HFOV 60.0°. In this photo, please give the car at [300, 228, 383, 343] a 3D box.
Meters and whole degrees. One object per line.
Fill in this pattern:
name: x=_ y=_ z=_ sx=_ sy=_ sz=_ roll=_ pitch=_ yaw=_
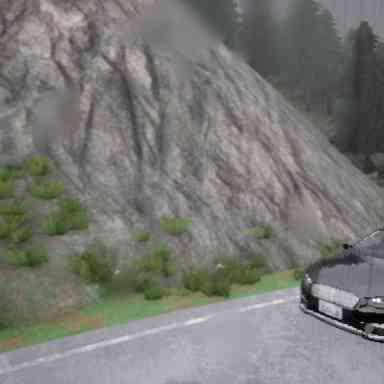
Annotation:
car: x=4.067 y=1.380 z=5.943 sx=4.902 sy=1.511 sz=2.128 roll=0 pitch=2 yaw=-31
